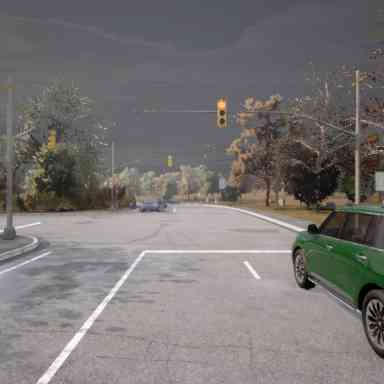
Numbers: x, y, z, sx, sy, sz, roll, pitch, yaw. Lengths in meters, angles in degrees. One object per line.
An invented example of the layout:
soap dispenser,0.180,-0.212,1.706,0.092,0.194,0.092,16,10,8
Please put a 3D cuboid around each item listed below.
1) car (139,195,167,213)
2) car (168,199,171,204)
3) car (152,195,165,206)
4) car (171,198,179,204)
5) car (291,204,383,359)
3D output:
car,-4.459,1.378,37.262,2.097,1.767,4.553,0,0,4
car,-4.781,1.735,51.495,2.033,1.411,5.357,0,-1,-6
car,-6.460,1.662,63.546,2.150,2.045,5.566,0,-1,-10
car,-4.656,2.359,82.987,2.128,1.511,4.902,0,-1,-22
car,3.582,1.221,6.066,2.150,2.045,5.566,0,0,0
